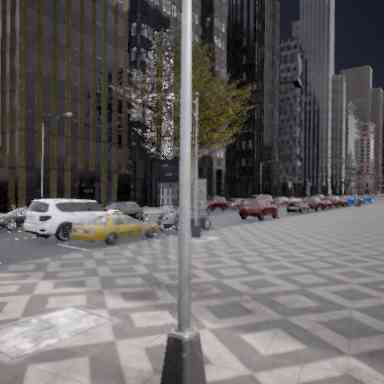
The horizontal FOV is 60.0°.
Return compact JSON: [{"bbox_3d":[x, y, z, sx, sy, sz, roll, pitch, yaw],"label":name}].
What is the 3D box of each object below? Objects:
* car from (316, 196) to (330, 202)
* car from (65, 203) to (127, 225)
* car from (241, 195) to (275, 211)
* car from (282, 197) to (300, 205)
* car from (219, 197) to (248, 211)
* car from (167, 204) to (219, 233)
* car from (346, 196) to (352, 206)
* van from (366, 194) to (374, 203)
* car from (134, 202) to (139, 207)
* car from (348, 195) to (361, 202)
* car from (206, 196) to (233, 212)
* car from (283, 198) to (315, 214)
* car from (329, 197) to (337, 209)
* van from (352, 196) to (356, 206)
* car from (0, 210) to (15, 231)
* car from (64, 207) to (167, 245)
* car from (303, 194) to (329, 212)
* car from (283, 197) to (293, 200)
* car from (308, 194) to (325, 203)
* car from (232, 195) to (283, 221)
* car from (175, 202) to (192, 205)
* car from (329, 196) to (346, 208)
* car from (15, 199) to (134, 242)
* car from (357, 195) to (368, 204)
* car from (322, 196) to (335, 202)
[{"bbox_3d":[31.350,1.731,79.547,2.008,1.369,4.403,1,0,36],"label":"car"},{"bbox_3d":[-7.387,1.647,25.917,1.947,1.339,4.313,1,0,36],"label":"car"},{"bbox_3d":[8.762,1.370,43.638,2.150,2.045,5.566,1,0,37],"label":"car"},{"bbox_3d":[18.338,1.670,61.532,1.752,1.417,4.829,1,0,36],"label":"car"},{"bbox_3d":[5.526,1.551,43.793,1.967,1.590,4.097,1,0,36],"label":"car"},{"bbox_3d":[-0.472,1.736,20.932,2.008,1.369,4.403,1,0,36],"label":"car"},{"bbox_3d":[25.351,1.794,56.682,1.887,1.381,4.507,1,0,36],"label":"car"},{"bbox_3d":[41.492,1.634,79.025,1.690,1.788,3.998,1,0,36],"label":"van"},{"bbox_3d":[-5.576,1.466,23.870,2.097,1.767,4.553,1,0,36],"label":"car"},{"bbox_3d":[39.993,1.633,81.665,2.128,1.511,4.902,1,0,36],"label":"car"},{"bbox_3d":[2.299,1.418,39.323,2.192,1.841,5.009,1,0,36],"label":"car"},{"bbox_3d":[12.439,1.781,38.807,1.947,1.339,4.313,1,0,36],"label":"car"},{"bbox_3d":[18.895,1.777,47.745,1.887,1.381,4.507,1,0,36],"label":"car"},{"bbox_3d":[28.581,1.599,61.150,1.690,1.788,3.998,1,0,36],"label":"van"},{"bbox_3d":[-10.615,1.625,21.448,2.008,1.369,4.403,1,0,36],"label":"car"},{"bbox_3d":[-3.600,1.704,16.601,1.752,1.417,4.829,1,0,36],"label":"car"},{"bbox_3d":[15.669,1.538,43.275,2.192,1.841,5.009,1,0,36],"label":"car"},{"bbox_3d":[15.211,1.577,57.200,1.967,1.590,4.097,1,0,36],"label":"car"},{"bbox_3d":[28.125,1.486,75.077,2.192,1.841,5.009,1,0,36],"label":"car"},{"bbox_3d":[5.986,1.515,29.869,2.192,1.841,5.009,1,0,36],"label":"car"},{"bbox_3d":[-0.931,1.678,34.855,1.802,1.307,4.206,1,0,36],"label":"car"},{"bbox_3d":[22.125,1.555,52.212,2.192,1.841,5.009,1,0,36],"label":"car"},{"bbox_3d":[-6.048,1.383,17.923,2.150,2.045,5.566,1,0,36],"label":"car"},{"bbox_3d":[35.034,1.841,70.089,1.947,1.339,4.313,1,0,36],"label":"car"},{"bbox_3d":[34.479,1.714,83.878,1.752,1.417,4.829,1,0,36],"label":"car"}]
